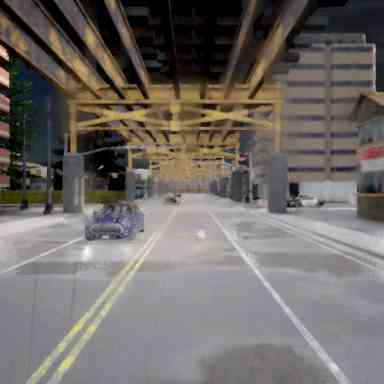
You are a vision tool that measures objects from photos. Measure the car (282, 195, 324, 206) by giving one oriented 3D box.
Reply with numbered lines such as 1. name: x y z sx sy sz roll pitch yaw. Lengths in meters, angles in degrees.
1. car: 13.327 1.029 39.966 4.536 1.218 1.853 0 0 -20

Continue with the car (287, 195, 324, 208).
1. car: 13.279 1.187 39.949 4.974 1.542 2.038 0 0 -20

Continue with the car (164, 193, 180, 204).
1. car: -3.477 1.224 54.820 1.895 1.301 4.718 0 1 0

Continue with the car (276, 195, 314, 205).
1. car: 13.654 0.997 44.084 4.536 1.218 1.853 0 0 25

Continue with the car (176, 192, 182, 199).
1. car: -3.466 0.818 79.749 2.033 1.411 5.357 0 0 0

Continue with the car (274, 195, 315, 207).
1. car: 13.607 1.155 44.107 4.974 1.542 2.038 0 0 25

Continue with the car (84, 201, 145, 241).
1. car: -3.585 1.274 16.122 2.097 1.767 4.553 0 0 0
